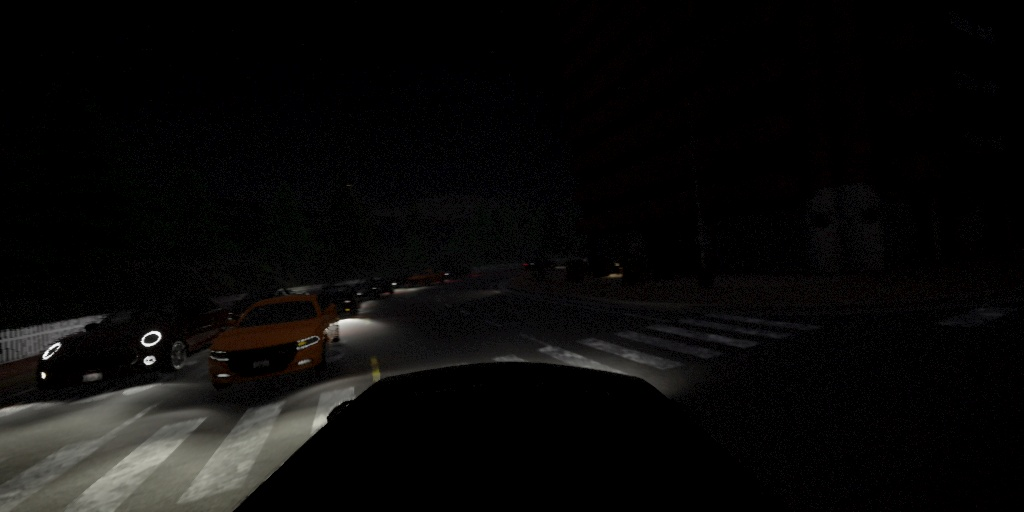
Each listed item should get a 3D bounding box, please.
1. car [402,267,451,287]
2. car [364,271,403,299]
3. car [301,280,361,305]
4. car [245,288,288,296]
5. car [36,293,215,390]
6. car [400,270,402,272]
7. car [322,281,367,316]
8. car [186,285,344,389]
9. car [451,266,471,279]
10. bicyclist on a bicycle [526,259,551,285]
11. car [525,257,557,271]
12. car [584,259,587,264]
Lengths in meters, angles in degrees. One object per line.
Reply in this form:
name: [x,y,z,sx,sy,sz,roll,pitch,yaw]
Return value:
car: [-8.493,2.137,36.206,1.882,1.535,5.008,-5,0,18]
car: [-9.919,2.222,25.835,2.128,1.511,4.902,-5,0,-1]
car: [-13.386,2.645,26.917,1.895,1.301,4.718,-5,0,2]
car: [-12.145,2.390,17.756,1.837,1.490,4.892,-5,0,-13]
car: [-9.278,1.938,9.341,2.097,1.767,4.553,-5,0,-20]
car: [-11.771,2.306,37.112,2.097,1.767,4.553,-5,0,18]
car: [-8.344,2.109,17.043,1.994,1.385,4.181,-5,0,-17]
car: [-5.326,1.710,8.579,1.882,1.535,5.008,-5,0,-22]
car: [-7.431,2.124,46.463,1.837,1.490,4.892,-5,0,34]
bicyclist on a bicycle: [1.648,0.986,22.505,1.656,1.620,0.582,-4,0,-13]
car: [3.910,0.977,48.848,4.553,1.767,2.097,-5,0,-37]
car: [12.199,0.458,49.568,4.181,1.385,1.994,-5,0,-23]
